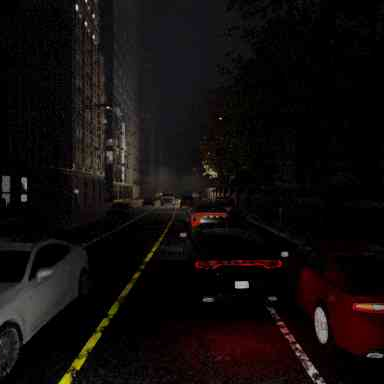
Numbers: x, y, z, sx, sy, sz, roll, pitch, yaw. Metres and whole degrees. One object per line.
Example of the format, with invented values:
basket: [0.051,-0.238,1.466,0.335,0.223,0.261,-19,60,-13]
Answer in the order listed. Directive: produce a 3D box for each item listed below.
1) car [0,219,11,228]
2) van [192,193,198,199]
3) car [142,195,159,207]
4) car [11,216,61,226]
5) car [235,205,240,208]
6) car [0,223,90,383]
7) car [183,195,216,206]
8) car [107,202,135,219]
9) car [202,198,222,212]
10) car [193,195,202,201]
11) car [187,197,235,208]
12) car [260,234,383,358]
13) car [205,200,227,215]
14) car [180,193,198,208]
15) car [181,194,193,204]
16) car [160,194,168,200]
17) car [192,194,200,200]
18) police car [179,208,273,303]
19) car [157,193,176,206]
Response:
car: [-5.824,1.314,6.033,2.192,1.841,5.009,0,0,0]
van: [0.864,1.108,94.997,1.690,1.788,3.998,0,0,-1]
car: [-6.551,1.486,50.581,1.802,1.307,4.206,0,0,-1]
car: [-5.817,1.561,11.595,1.947,1.339,4.313,0,0,0]
car: [2.649,1.562,22.735,1.802,1.307,4.206,0,0,-1]
car: [-3.097,1.525,5.523,1.812,1.442,4.674,0,0,0]
car: [0.696,1.328,24.399,2.097,1.767,4.553,0,0,1]
car: [-5.993,1.532,28.341,1.947,1.339,4.313,0,0,-1]
car: [2.257,1.488,39.417,2.008,1.369,4.403,0,0,-1]
car: [1.281,1.374,78.323,2.008,1.369,4.403,0,0,-1]
car: [0.906,1.338,18.350,2.097,1.767,4.553,0,0,0]
car: [2.701,1.544,6.077,1.887,1.381,4.507,0,0,0]
car: [2.397,1.535,33.860,1.802,1.307,4.206,0,0,-1]
car: [-0.598,1.269,46.379,2.097,1.767,4.553,0,0,-1]
car: [-0.945,1.231,59.606,2.097,1.767,4.553,0,0,-1]
car: [-7.527,1.336,89.490,2.008,1.369,4.403,0,0,-1]
car: [1.003,1.227,89.440,1.967,1.590,4.097,0,0,-1]
police car: [0.739,1.423,8.423,1.930,1.638,5.238,0,0,-3]
car: [-3.751,1.123,51.851,2.150,2.045,5.566,0,0,-1]
